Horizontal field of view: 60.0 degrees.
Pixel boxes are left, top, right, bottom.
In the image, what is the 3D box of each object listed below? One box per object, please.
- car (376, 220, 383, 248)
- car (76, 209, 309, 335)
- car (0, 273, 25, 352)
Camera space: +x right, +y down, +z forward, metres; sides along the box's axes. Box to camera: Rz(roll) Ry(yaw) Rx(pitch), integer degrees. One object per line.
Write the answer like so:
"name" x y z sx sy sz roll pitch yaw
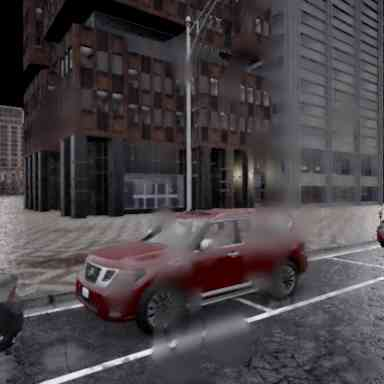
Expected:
"car" 9.499 1.298 13.431 5.009 1.841 2.192 0 0 -36
"car" 0.315 1.310 6.879 5.009 1.841 2.192 0 0 -36
"car" -4.276 1.553 3.602 4.403 1.369 2.008 0 0 -36
